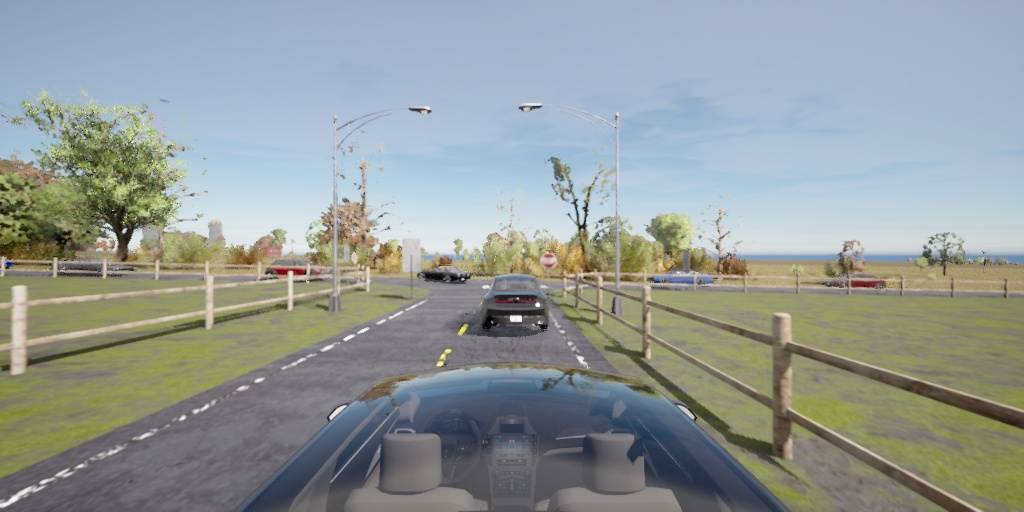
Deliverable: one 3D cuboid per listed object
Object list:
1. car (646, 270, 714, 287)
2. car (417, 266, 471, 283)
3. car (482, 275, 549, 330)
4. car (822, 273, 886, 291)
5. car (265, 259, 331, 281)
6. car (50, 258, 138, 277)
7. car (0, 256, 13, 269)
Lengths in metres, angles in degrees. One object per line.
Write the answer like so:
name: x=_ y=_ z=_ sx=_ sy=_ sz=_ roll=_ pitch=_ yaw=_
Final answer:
car: x=14.756 y=1.908 z=31.606 sx=5.357 sy=1.411 sz=2.033 roll=1 pitch=0 yaw=0
car: x=-5.804 y=1.529 z=30.073 sx=4.718 sy=1.301 sz=1.895 roll=2 pitch=0 yaw=34
car: x=0.097 y=1.348 z=11.480 sx=1.837 sy=1.490 sz=4.892 roll=0 pitch=0 yaw=0
car: x=30.091 y=2.213 z=31.579 sx=4.674 sy=1.442 sz=1.812 roll=1 pitch=0 yaw=0
car: x=-16.986 y=1.037 z=28.682 sx=4.553 sy=1.767 sz=2.097 roll=1 pitch=0 yaw=0
car: x=-33.365 y=0.876 z=28.693 sx=5.357 sy=1.411 sz=2.033 roll=1 pitch=0 yaw=0
car: x=-47.314 y=0.494 z=31.617 sx=5.008 sy=1.535 sz=1.882 roll=1 pitch=0 yaw=1
